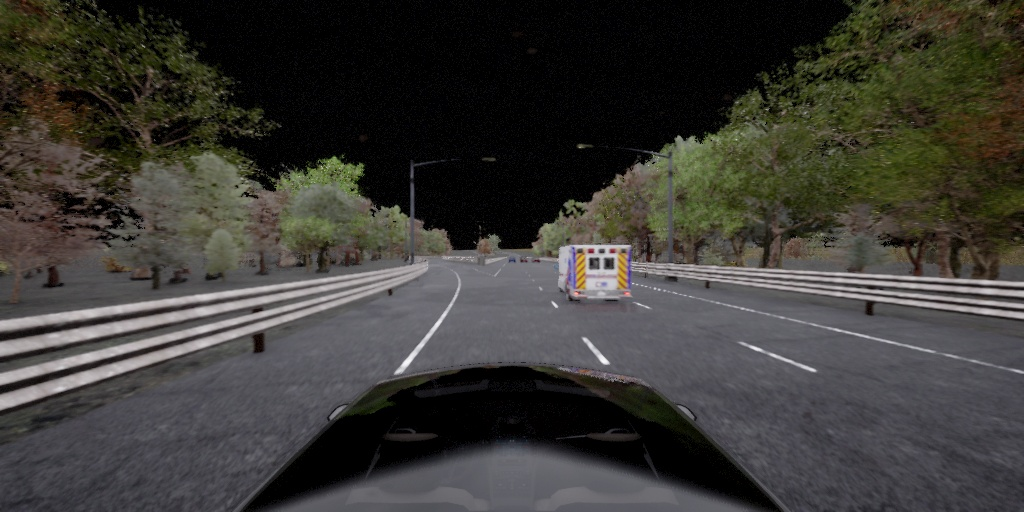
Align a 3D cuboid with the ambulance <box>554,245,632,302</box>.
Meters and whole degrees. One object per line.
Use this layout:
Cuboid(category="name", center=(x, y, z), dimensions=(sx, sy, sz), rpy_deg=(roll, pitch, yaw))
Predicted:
Cuboid(category="ambulance", center=(3.507, 0.802, 16.893), dimensions=(2.351, 2.431, 6.366), rpy_deg=(0, 0, 0))
